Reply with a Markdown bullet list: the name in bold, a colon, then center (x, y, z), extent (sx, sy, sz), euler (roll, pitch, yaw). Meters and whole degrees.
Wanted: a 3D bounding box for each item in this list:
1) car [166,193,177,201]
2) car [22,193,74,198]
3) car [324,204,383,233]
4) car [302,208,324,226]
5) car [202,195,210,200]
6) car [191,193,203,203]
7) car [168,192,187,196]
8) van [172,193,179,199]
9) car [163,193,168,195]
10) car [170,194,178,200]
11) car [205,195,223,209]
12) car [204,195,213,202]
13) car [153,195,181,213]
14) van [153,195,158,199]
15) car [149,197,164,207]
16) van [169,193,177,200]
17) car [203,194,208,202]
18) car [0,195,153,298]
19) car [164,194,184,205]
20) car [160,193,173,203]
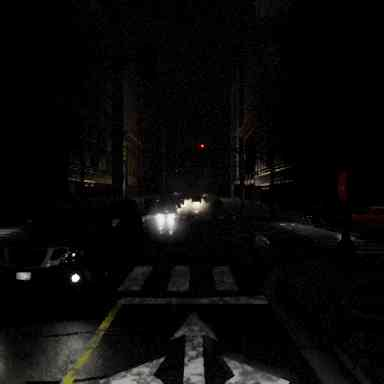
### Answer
- **car**: center (-4.902, 1.171, 78.506), extent (2.192, 1.841, 5.009), euler (0, 0, 1)
- **car**: center (-11.083, 1.095, 23.997), extent (5.566, 2.045, 2.150), euler (1, 0, 1)
- **car**: center (11.147, 1.637, 20.414), extent (5.008, 1.535, 1.882), euler (1, 0, -1)
- **car**: center (10.435, 1.665, 23.840), extent (4.892, 1.490, 1.837), euler (1, 0, 3)
- **car**: center (3.769, 1.399, 89.695), extent (1.802, 1.307, 4.206), euler (0, 0, 1)
- **car**: center (0.909, 1.394, 67.737), extent (1.837, 1.490, 4.892), euler (0, 0, 1)
- **car**: center (-2.407, 1.271, 56.261), extent (2.097, 1.767, 4.553), euler (0, 0, 1)
- **van**: center (-4.680, 1.139, 95.450), extent (1.690, 1.788, 3.998), euler (0, 0, 1)
- **car**: center (-5.124, 1.347, 61.562), extent (1.967, 1.590, 4.097), euler (0, 0, 1)
- **car**: center (-4.755, 1.362, 89.803), extent (1.887, 1.381, 4.507), euler (0, 0, 1)
- **car**: center (3.178, 1.510, 44.506), extent (1.947, 1.339, 4.313), euler (0, 0, 1)
- **car**: center (3.547, 1.419, 72.749), extent (1.887, 1.381, 4.507), euler (0, 0, 1)
- **car**: center (-2.679, 1.449, 37.079), extent (2.128, 1.511, 4.902), euler (0, 0, 1)
- **van**: center (-5.346, 1.285, 44.616), extent (1.690, 1.788, 3.998), euler (0, 0, 1)
- **car**: center (-5.273, 1.515, 50.265), extent (1.802, 1.307, 4.206), euler (0, 0, 1)
- **van**: center (-4.828, 1.178, 84.155), extent (1.690, 1.788, 3.998), euler (0, 0, 1)
- **car**: center (3.399, 1.488, 61.453), extent (1.802, 1.307, 4.206), euler (0, 0, 1)
- **car**: center (-2.855, 1.213, 8.971), extent (2.150, 2.045, 5.566), euler (-1, 0, 6)
- **car**: center (-2.555, 1.418, 46.517), extent (1.882, 1.535, 5.008), euler (0, 0, 1)
- **car**: center (-5.050, 1.206, 67.210), extent (2.192, 1.841, 5.009), euler (0, 0, 1)
